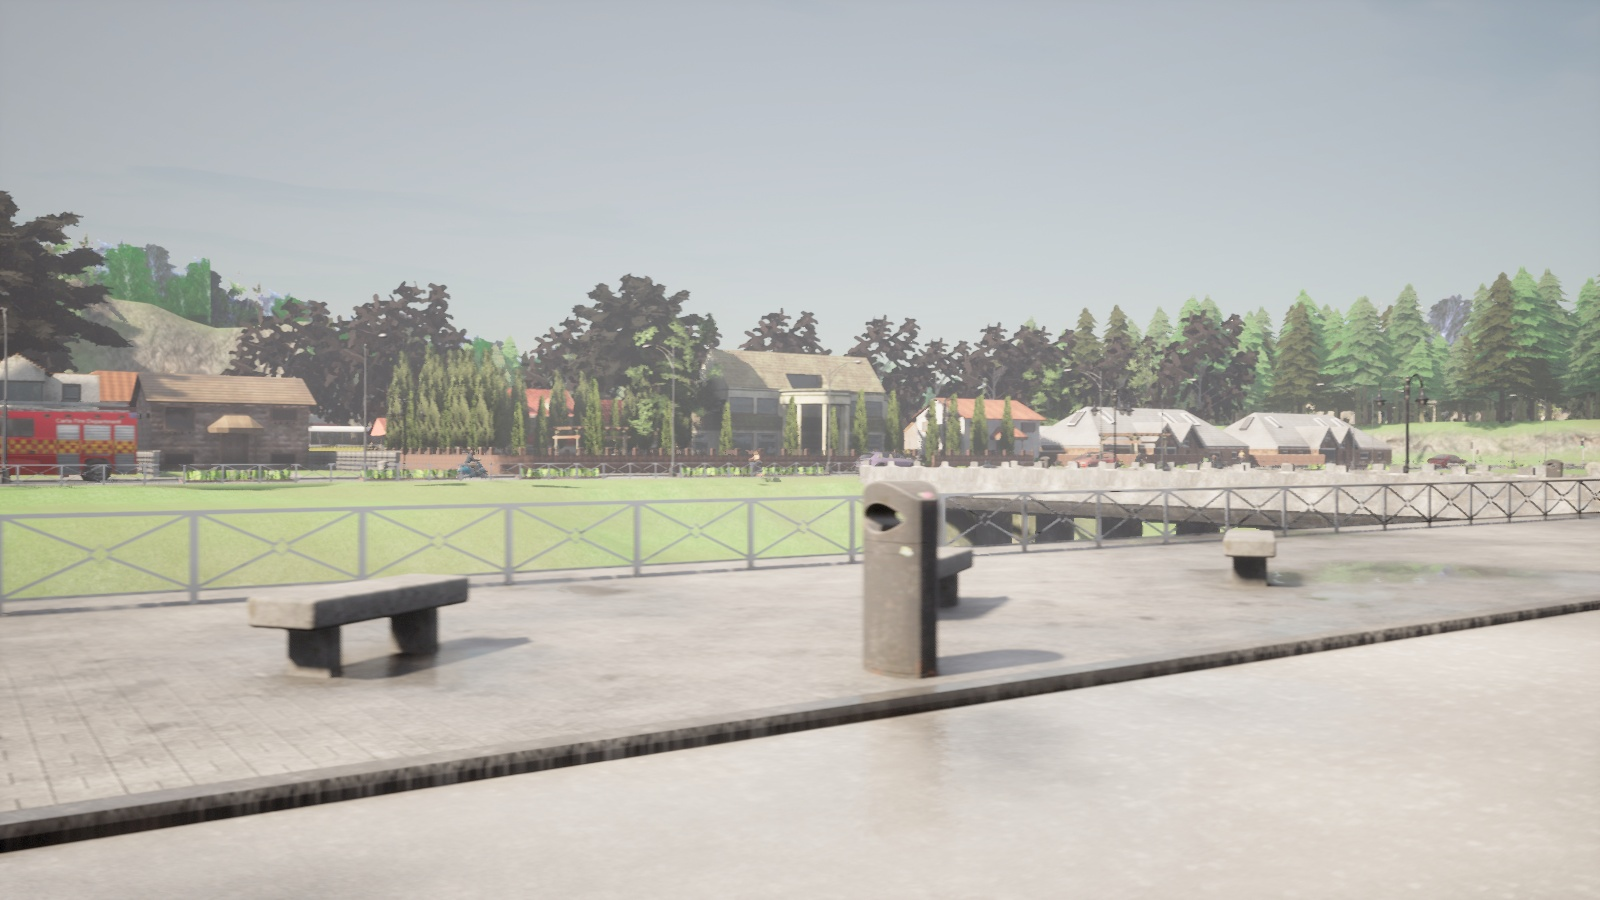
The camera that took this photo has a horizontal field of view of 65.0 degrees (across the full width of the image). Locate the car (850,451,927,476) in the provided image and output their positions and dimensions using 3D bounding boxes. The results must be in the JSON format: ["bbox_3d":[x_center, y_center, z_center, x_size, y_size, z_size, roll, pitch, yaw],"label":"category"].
[{"bbox_3d":[5.906,0.867,83.538,4.856,1.649,2.033,0,0,-35],"label":"car"}]

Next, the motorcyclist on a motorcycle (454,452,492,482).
[{"bbox_3d":[-17.514,0.900,67.244,1.817,1.590,0.866,0,0,-35],"label":"motorcyclist on a motorcycle"}]

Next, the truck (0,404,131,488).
[{"bbox_3d":[-36.384,-0.198,58.993,8.468,3.827,2.891,0,0,-35],"label":"truck"}]
